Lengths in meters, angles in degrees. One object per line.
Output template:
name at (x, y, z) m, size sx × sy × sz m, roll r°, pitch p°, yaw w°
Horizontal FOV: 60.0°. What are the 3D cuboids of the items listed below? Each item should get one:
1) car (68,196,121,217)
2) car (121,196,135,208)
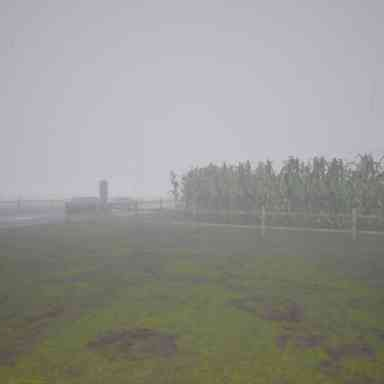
car at (-8.970, 1.179, 29.891) m, size 2.097 × 1.767 × 4.553 m, roll 0°, pitch 0°, yaw 30°
car at (-8.507, 1.267, 38.102) m, size 1.837 × 1.490 × 4.892 m, roll 0°, pitch 1°, yaw 30°
